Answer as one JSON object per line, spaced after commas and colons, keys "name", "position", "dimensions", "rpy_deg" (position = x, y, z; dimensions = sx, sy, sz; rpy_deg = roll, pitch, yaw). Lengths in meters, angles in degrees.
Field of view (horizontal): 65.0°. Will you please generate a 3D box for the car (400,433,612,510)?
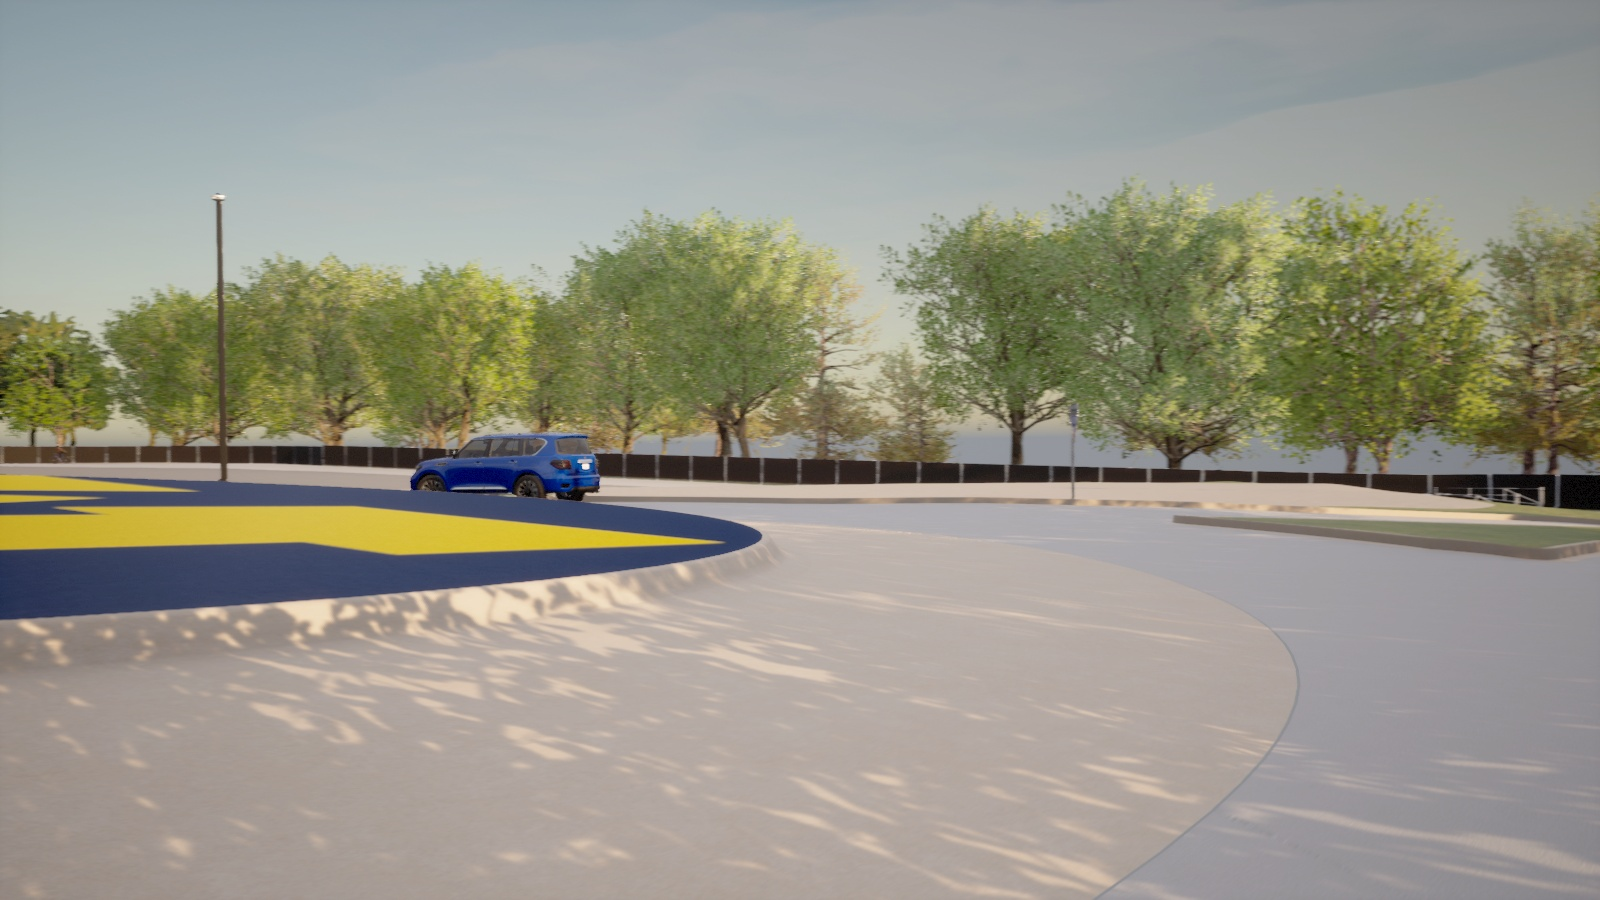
{"name": "car", "position": [-8.247, 0.591, 35.197], "dimensions": [5.566, 2.045, 2.150], "rpy_deg": [-1, 0, 24]}
